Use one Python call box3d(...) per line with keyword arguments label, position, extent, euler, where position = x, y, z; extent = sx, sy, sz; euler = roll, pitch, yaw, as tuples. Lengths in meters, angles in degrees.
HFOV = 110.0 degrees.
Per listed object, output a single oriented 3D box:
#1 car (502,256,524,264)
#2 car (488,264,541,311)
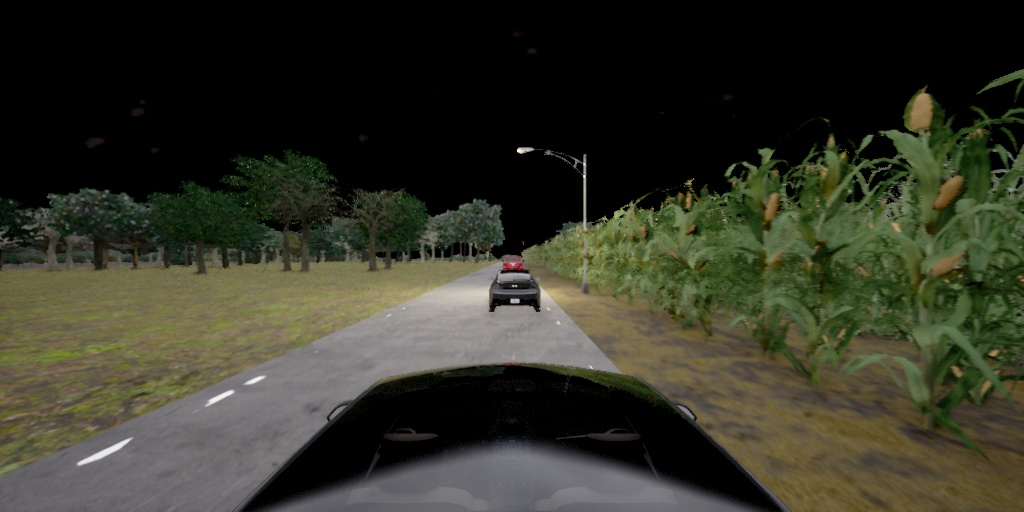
box3d(label="car", position=(0.094, 0.995, 38.380), extent=(2.150, 2.045, 5.566), euler=(0, 0, 0))
box3d(label="car", position=(0.098, 1.260, 14.431), extent=(1.837, 1.490, 4.892), euler=(0, 0, 0))
